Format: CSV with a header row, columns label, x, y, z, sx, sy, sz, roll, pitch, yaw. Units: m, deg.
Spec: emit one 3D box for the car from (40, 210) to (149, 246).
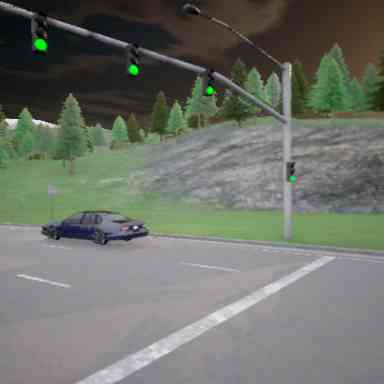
label,x,y,z,sx,sy,sz,roll,pitch,yaw
car,-4.518,1.545,15.161,5.357,1.411,2.033,0,0,30
